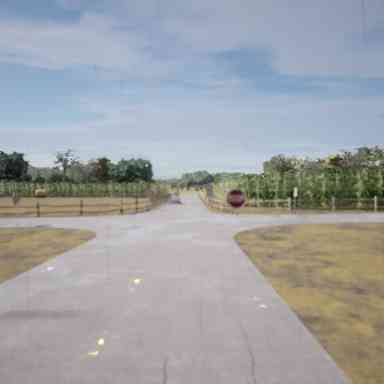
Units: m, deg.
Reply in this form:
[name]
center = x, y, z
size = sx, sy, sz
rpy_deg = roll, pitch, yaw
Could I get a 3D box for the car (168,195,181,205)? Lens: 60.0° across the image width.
[car]
center = -2.734, 1.289, 52.989
size = 1.812, 1.442, 4.674
rpy_deg = 0, 2, 0
